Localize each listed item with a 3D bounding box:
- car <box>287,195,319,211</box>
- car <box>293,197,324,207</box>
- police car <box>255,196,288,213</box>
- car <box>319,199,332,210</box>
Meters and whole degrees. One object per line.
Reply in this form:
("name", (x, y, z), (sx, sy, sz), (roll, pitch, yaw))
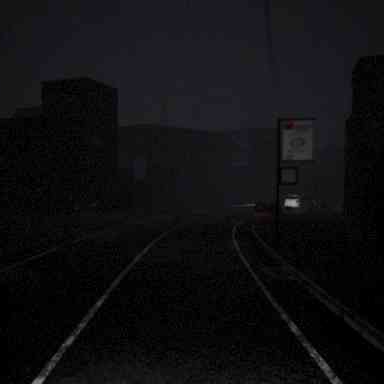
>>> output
("car", (14.623, 1.424, 45.030), (2.150, 2.045, 5.566), (4, 2, 44))
("car", (19.164, 1.648, 54.711), (4.902, 1.511, 2.128), (2, 3, -35))
("police car", (8.790, 1.470, 37.687), (1.930, 1.638, 5.238), (3, 1, 33))
("car", (18.770, 1.845, 48.871), (4.892, 1.490, 1.837), (2, 2, -39))
